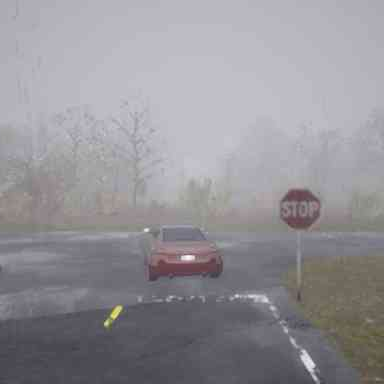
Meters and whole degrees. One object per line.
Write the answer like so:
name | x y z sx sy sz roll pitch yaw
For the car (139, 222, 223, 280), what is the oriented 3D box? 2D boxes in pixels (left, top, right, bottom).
car | -0.498 1.582 10.106 1.994 1.385 4.181 0 0 -11
